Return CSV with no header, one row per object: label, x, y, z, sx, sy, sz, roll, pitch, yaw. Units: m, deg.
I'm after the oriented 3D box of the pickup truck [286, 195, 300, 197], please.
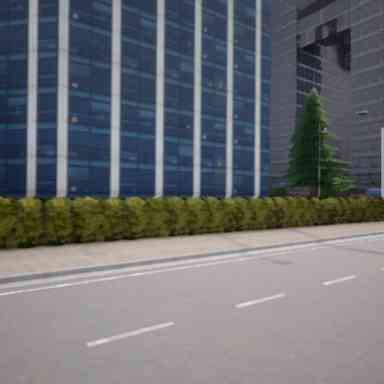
pickup truck,22.542,1.723,73.403,2.390,2.098,6.274,1,0,-6
